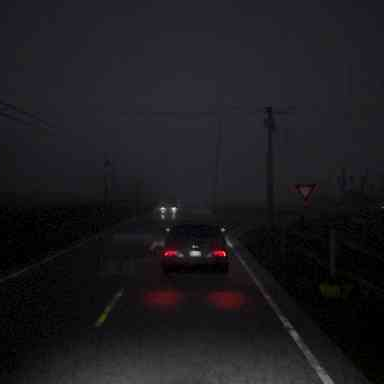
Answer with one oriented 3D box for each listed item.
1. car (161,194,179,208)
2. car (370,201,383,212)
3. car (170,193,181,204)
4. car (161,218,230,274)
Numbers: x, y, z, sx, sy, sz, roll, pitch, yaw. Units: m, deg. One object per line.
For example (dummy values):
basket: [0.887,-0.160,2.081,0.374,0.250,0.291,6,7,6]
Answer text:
car: [-3.246,1.445,47.284,1.837,1.490,4.892,0,0,0]
car: [15.373,1.135,23.943,4.674,1.442,1.812,-2,0,3]
car: [-3.327,1.142,63.428,2.150,2.045,5.566,0,0,0]
car: [0.103,1.534,10.523,2.033,1.411,5.357,0,0,1]
